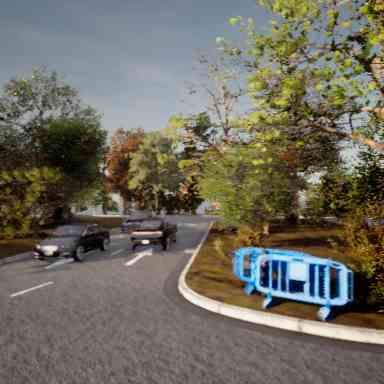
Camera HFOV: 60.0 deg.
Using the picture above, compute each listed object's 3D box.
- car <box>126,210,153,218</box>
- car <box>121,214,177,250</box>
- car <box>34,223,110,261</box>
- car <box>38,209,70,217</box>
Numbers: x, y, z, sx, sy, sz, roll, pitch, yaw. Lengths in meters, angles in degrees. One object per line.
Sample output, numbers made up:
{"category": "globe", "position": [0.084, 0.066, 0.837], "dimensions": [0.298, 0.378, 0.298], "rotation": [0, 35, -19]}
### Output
{"category": "car", "position": [-4.236, 2.366, 27.315], "dimensions": [2.097, 1.767, 4.553], "rotation": [-1, -1, 6]}
{"category": "car", "position": [-1.989, 2.254, 18.456], "dimensions": [2.128, 1.511, 4.902], "rotation": [-1, -2, 6]}
{"category": "car", "position": [-5.480, 2.259, 15.809], "dimensions": [2.128, 1.511, 4.902], "rotation": [-1, -2, 7]}
{"category": "car", "position": [-20.683, 2.809, 49.572], "dimensions": [4.553, 1.767, 2.097], "rotation": [-1, -2, 6]}
